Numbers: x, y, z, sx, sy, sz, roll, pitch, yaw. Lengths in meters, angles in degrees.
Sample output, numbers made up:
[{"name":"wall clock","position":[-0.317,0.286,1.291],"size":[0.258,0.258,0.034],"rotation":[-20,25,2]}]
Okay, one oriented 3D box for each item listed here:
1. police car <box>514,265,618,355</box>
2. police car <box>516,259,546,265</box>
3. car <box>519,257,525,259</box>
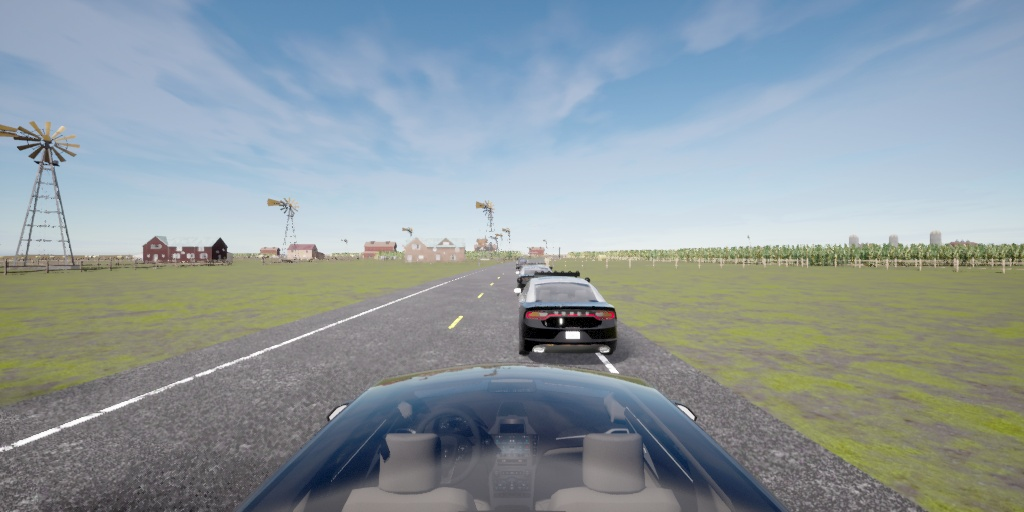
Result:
[{"name":"police car","position":[1.083,1.177,8.834],"size":[1.930,1.638,5.238],"rotation":[0,0,0]},{"name":"police car","position":[1.223,1.176,18.804],"size":[1.930,1.638,5.238],"rotation":[0,0,1]},{"name":"car","position":[1.583,1.217,53.942],"size":[2.128,1.511,4.902],"rotation":[0,0,4]}]
